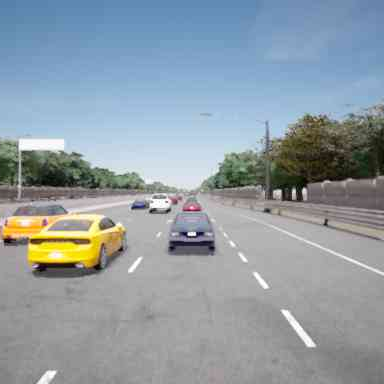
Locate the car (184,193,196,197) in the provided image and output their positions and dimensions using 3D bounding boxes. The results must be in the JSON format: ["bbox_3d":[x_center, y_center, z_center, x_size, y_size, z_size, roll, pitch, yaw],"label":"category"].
[{"bbox_3d":[-0.022,1.530,64.543,2.128,1.511,4.902,0,0,0],"label":"car"}]

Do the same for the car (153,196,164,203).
[{"bbox_3d":[-7.023,1.567,69.664,1.812,1.442,4.674,0,0,0],"label":"car"}]

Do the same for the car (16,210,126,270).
[{"bbox_3d":[-3.504,1.482,11.045,1.882,1.535,5.008,0,0,0],"label":"car"}]

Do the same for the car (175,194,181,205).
[{"bbox_3d":[-3.520,1.513,60.322,1.882,1.535,5.008,0,0,0],"label":"car"}]

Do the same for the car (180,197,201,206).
[{"bbox_3d":[-0.012,1.579,35.640,1.994,1.385,4.181,0,0,0],"label":"car"}]

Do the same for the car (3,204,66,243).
[{"bbox_3d":[-7.005,1.358,16.097,2.097,1.767,4.553,0,0,0],"label":"car"}]

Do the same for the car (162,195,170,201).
[{"bbox_3d":[-7.030,1.544,90.994,1.882,1.535,5.008,0,0,0],"label":"car"}]

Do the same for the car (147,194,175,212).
[{"bbox_3d":[-3.512,1.239,38.283,2.150,2.045,5.566,0,0,0],"label":"car"}]

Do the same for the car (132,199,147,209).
[{"bbox_3d":[-7.015,1.587,45.881,1.994,1.385,4.181,0,0,0],"label":"car"}]

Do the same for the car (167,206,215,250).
[{"bbox_3d":[-0.005,1.552,14.400,2.033,1.411,5.357,0,0,0],"label":"car"}]

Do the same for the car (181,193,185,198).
[{"bbox_3d":[-3.529,1.541,88.418,1.882,1.535,5.008,0,0,0],"label":"car"}]
